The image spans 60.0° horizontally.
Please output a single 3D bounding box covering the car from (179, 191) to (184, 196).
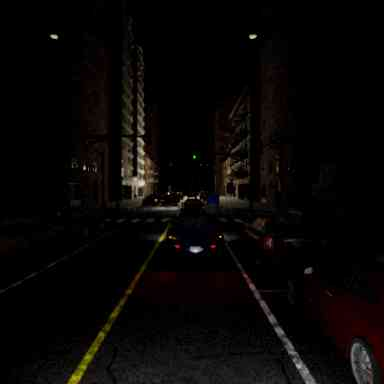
[{"bbox_3d":[-2.796,0.971,52.773,2.033,1.411,5.357,0,1,1],"label":"car"}]

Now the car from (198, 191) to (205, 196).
[{"bbox_3d":[2.641,0.502,93.996,2.008,1.369,4.403,0,1,0],"label":"car"}]

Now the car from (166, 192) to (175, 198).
[{"bbox_3d":[-5.385,0.649,82.630,1.947,1.339,4.313,0,1,0],"label":"car"}]

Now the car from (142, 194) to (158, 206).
[{"bbox_3d":[-5.387,1.083,42.859,2.008,1.369,4.403,0,1,0],"label":"car"}]

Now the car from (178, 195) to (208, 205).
[{"bbox_3d":[0.100,1.241,26.439,1.812,1.442,4.674,0,1,0],"label":"car"}]

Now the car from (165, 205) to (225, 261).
[{"bbox_3d":[0.097,1.398,11.571,1.812,1.442,4.674,0,1,0],"label":"car"}]

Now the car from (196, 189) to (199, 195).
[{"bbox_3d":[2.640,0.530,71.270,2.192,1.841,5.009,0,1,0],"label":"car"}]

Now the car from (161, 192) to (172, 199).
[{"bbox_3d":[-5.385,0.781,71.267,1.947,1.339,4.313,0,1,0],"label":"car"}]

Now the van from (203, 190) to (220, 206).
[{"bbox_3d":[2.638,0.873,42.865,1.690,1.788,3.998,0,1,0],"label":"van"}]

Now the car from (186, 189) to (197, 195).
[{"bbox_3d":[0.002,0.546,72.963,2.097,1.767,4.553,0,1,0],"label":"car"}]

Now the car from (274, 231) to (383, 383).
[{"bbox_3d":[2.637,1.529,4.751,1.802,1.307,4.206,0,1,0],"label":"car"}]

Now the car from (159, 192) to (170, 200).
[{"bbox_3d":[-5.386,0.808,65.415,1.752,1.417,4.829,0,1,0],"label":"car"}]

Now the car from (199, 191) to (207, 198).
[{"bbox_3d":[2.640,0.523,82.633,1.967,1.590,4.097,0,1,0],"label":"car"}]

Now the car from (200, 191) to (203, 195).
[{"bbox_3d":[2.639,0.990,54.229,1.802,1.307,4.206,0,1,0],"label":"car"}]

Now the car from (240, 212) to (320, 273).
[{"bbox_3d":[2.637,1.327,10.268,1.967,1.590,4.097,0,1,0],"label":"car"}]

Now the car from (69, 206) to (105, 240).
[{"bbox_3d":[-5.388,1.378,15.779,2.008,1.369,4.403,0,1,0],"label":"car"}]

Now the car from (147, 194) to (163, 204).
[{"bbox_3d":[-5.386,1.015,48.540,1.887,1.381,4.507,0,1,0],"label":"car"}]

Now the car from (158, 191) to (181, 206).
[{"bbox_3d":[-2.834,1.009,42.866,1.882,1.535,5.008,0,1,0],"label":"car"}]

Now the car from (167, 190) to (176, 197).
[{"bbox_3d":[-5.385,0.332,88.308,2.192,1.841,5.009,0,1,0],"label":"car"}]

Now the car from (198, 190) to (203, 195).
[{"bbox_3d":[2.640,0.862,65.592,1.802,1.307,4.206,0,1,0],"label":"car"}]

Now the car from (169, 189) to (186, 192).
[{"bbox_3d":[-2.748,0.528,63.281,2.150,2.045,5.566,0,1,0],"label":"car"}]

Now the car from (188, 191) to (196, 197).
[{"bbox_3d":[0.002,0.547,83.010,1.812,1.442,4.674,0,1,0],"label":"car"}]

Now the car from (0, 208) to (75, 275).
[{"bbox_3d":[-5.388,1.414,10.091,1.752,1.417,4.829,0,1,0],"label":"car"}]
